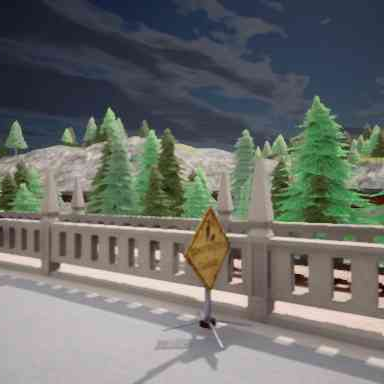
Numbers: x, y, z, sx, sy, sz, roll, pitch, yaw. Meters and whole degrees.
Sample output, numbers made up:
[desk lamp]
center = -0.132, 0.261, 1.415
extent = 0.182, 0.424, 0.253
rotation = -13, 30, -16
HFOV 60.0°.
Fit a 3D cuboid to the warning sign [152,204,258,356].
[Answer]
[warning sign]
center = 0.235, 1.135, 5.015
extent = 1.060, 1.860, 1.300
rotation = 0, 0, 35
